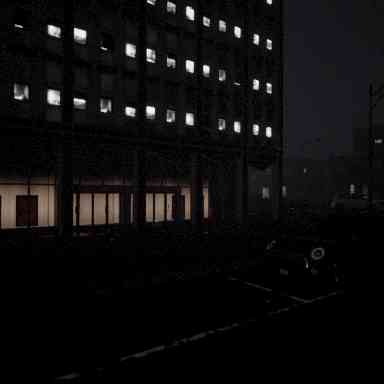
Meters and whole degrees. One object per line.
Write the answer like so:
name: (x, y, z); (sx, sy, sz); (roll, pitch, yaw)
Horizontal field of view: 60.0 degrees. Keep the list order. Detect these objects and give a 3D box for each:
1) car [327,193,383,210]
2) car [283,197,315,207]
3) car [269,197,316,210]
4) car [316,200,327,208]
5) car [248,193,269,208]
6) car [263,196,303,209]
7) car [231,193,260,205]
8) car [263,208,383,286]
car: (17.684, 1.141, 35.141); (2.150, 2.045, 5.566); (0, 0, -36)
car: (15.505, 1.481, 48.520); (1.802, 1.307, 4.206); (1, 0, -35)
car: (11.760, 1.427, 39.201); (2.008, 1.369, 4.403); (1, 0, -35)
car: (18.557, 1.447, 44.105); (1.752, 1.417, 4.829); (1, 0, -35)
car: (8.613, 1.168, 43.756); (2.192, 1.841, 5.009); (1, 0, -35)
car: (11.858, 1.353, 43.609); (1.882, 1.535, 5.008); (0, 0, -35)
car: (9.210, 1.168, 57.629); (2.192, 1.841, 5.009); (1, 0, -35)
car: (3.879, 1.441, 9.328); (4.097, 1.590, 1.967); (0, 0, -36)
